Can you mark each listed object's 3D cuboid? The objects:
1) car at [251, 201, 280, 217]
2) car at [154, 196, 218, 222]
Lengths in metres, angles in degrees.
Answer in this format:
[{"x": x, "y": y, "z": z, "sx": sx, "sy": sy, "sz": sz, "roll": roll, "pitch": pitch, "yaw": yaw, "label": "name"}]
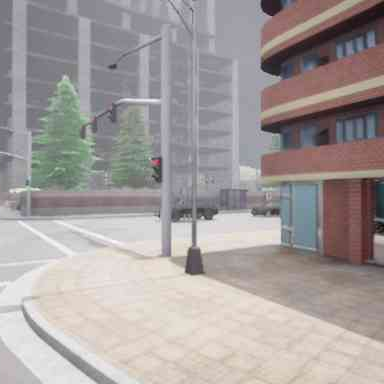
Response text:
[{"x": 8.090, "y": 1.661, "z": 33.172, "sx": 5.008, "sy": 1.535, "sz": 1.882, "roll": 0, "pitch": 0, "yaw": -32, "label": "car"}, {"x": -0.401, "y": 1.374, "z": 27.850, "sx": 5.566, "sy": 2.045, "sz": 2.150, "roll": 0, "pitch": 0, "yaw": -32, "label": "car"}]
